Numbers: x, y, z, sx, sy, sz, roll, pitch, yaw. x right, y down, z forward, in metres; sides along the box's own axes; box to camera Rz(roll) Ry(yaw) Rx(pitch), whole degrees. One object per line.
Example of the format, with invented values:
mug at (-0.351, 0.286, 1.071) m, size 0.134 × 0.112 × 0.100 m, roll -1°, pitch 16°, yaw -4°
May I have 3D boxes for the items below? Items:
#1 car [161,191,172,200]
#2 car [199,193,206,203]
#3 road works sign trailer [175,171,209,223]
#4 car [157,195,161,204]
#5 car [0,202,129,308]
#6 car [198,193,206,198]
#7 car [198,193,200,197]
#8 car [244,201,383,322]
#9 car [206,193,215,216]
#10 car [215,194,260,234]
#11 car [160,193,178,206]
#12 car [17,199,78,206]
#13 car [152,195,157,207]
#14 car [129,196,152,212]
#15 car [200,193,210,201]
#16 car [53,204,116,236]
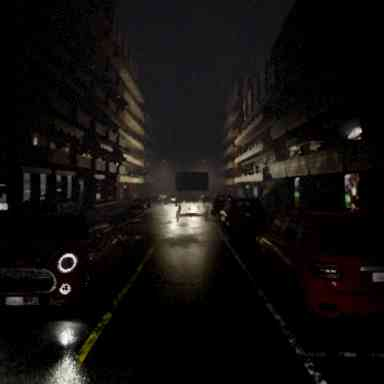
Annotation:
car at (-5.689, 0.834, 74.331) m, size 2.192 × 1.841 × 5.009 m, roll -1°, pitch 0°, yaw 0°
car at (2.690, 1.151, 57.666) m, size 1.752 × 1.417 × 4.829 m, roll -1°, pitch 0°, yaw 0°
road works sign trailer at (0.008, 0.306, 24.125) m, size 2.380 × 3.560 × 2.880 m, roll 0°, pitch 0°, yaw 1°
car at (-5.690, 1.213, 51.925) m, size 2.008 × 1.369 × 4.403 m, roll -1°, pitch 0°, yaw 0°
car at (-3.099, 1.298, 8.050) m, size 2.097 × 1.767 × 4.553 m, roll 0°, pitch 0°, yaw 0°
car at (2.697, 0.978, 91.107) m, size 1.947 × 1.339 × 4.313 m, roll -1°, pitch 0°, yaw 0°
car at (2.692, 1.156, 63.098) m, size 1.947 × 1.339 × 4.313 m, roll -1°, pitch 0°, yaw 0°
car at (2.678, 1.268, 7.077) m, size 2.192 × 1.841 × 5.009 m, roll -1°, pitch 0°, yaw 0°
car at (2.682, 1.122, 29.485) m, size 2.192 × 1.841 × 5.009 m, roll -1°, pitch 0°, yaw 0°
car at (2.680, 1.195, 18.281) m, size 2.192 × 1.841 × 5.009 m, roll -1°, pitch 0°, yaw 0°
car at (-3.074, 1.227, 49.125) m, size 2.033 × 1.411 × 5.357 m, roll 0°, pitch 0°, yaw 0°
car at (-5.691, 1.231, 12.709) m, size 2.192 × 1.841 × 5.009 m, roll -1°, pitch 0°, yaw 0°
car at (-5.692, 1.317, 40.720) m, size 1.802 × 1.307 × 4.206 m, roll -1°, pitch 0°, yaw 0°
car at (-5.694, 1.353, 35.119) m, size 1.802 × 1.307 × 4.206 m, roll -1°, pitch 0°, yaw 0°
car at (2.691, 0.995, 68.699) m, size 1.967 × 1.590 × 4.097 m, roll -1°, pitch 0°, yaw 0°
car at (-5.704, 1.431, 18.313) m, size 2.008 × 1.369 × 4.403 m, roll -1°, pitch 0°, yaw 0°
